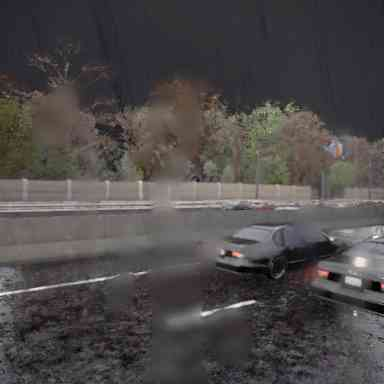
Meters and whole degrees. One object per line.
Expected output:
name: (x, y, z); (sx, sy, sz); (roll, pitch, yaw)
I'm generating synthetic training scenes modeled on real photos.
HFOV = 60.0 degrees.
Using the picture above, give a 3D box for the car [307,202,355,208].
car: (13.234, 1.684, 30.631); (4.902, 1.511, 2.128); (0, 0, -35)

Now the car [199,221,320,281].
car: (2.780, 1.600, 10.032); (5.357, 1.411, 2.033); (0, 0, -36)

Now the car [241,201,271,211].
car: (7.864, 1.782, 35.401); (4.718, 1.301, 1.895); (0, 0, -35)

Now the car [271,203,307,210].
car: (10.334, 1.786, 32.864); (4.718, 1.301, 1.895); (0, 0, -35)

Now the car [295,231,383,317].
car: (4.820, 1.601, 7.189); (5.357, 1.411, 2.033); (0, 0, -35)

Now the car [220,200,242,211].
car: (5.358, 1.702, 37.900); (4.674, 1.442, 1.812); (0, 0, -36)
